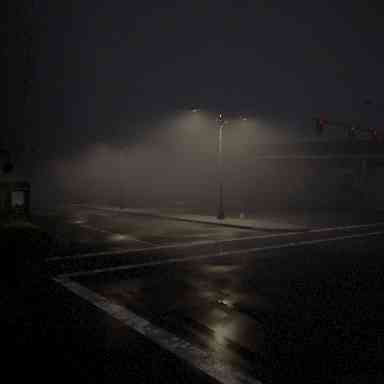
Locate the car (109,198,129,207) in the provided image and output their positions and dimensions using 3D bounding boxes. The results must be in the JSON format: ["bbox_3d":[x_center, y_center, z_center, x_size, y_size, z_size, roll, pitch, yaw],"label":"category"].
[{"bbox_3d":[-11.165,1.564,50.694,1.994,1.385,4.181,0,0,-35],"label":"car"}]

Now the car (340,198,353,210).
[{"bbox_3d":[18.095,1.456,42.034,1.970,1.475,3.806,0,0,-35],"label":"car"}]

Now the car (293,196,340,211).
[{"bbox_3d":[13.834,1.295,38.106,2.242,1.667,4.611,0,0,-35],"label":"car"}]

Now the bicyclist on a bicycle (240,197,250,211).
[{"bbox_3d":[6.255,1.430,39.740,1.656,1.620,0.582,-6,-7,-37],"label":"bicyclist on a bicycle"}]

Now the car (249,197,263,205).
[{"bbox_3d":[11.983,1.564,61.128,1.994,1.385,4.181,0,0,29],"label":"car"}]
